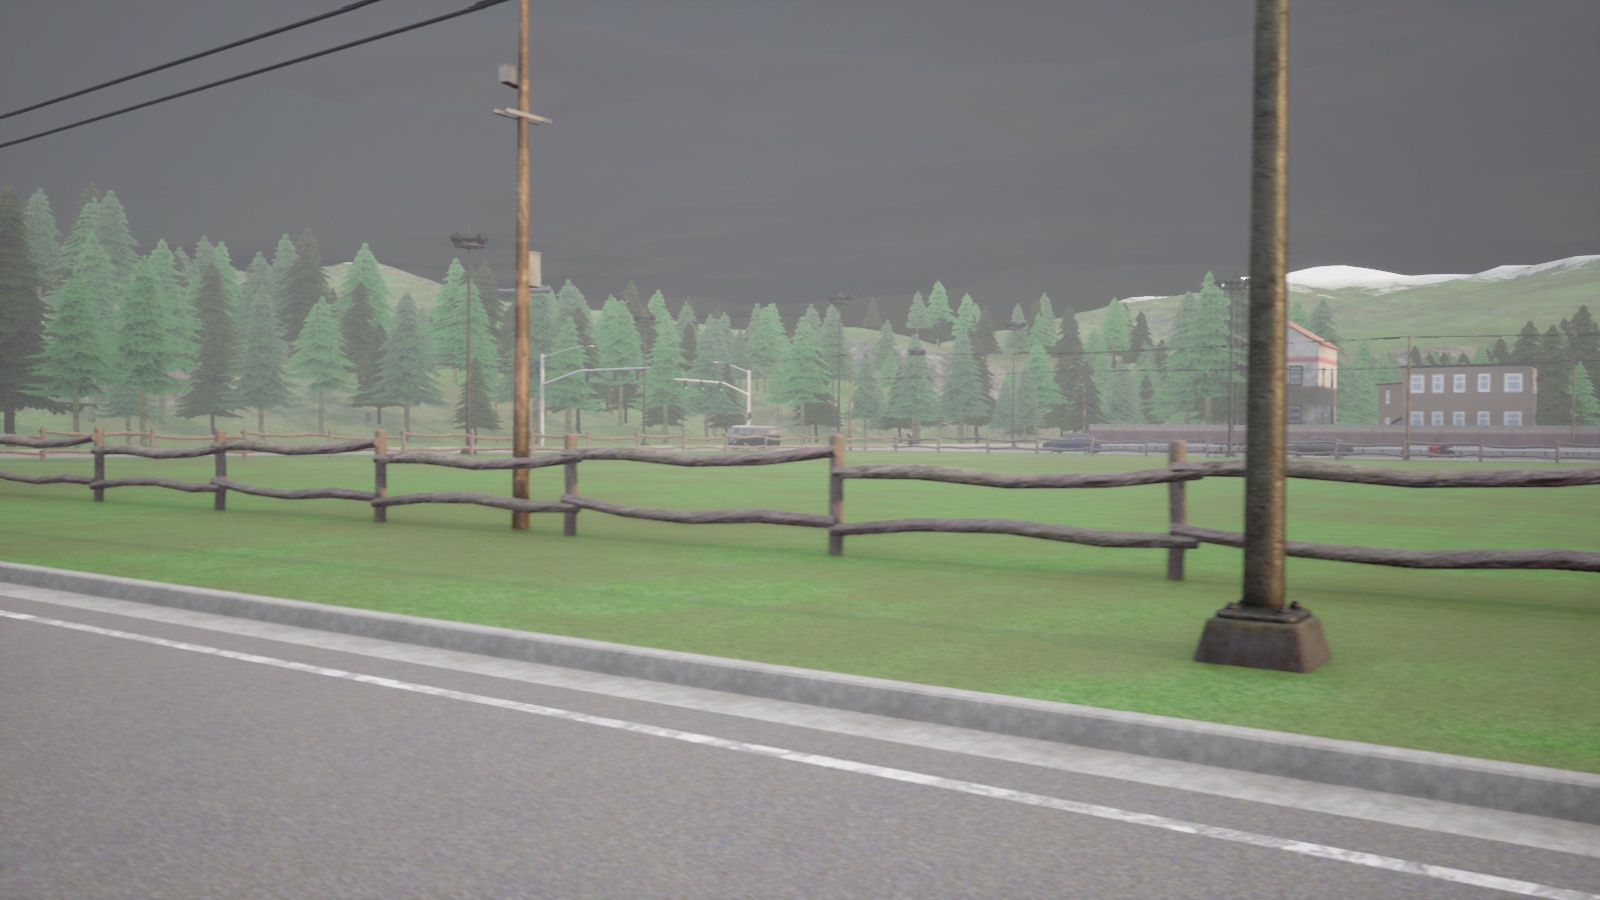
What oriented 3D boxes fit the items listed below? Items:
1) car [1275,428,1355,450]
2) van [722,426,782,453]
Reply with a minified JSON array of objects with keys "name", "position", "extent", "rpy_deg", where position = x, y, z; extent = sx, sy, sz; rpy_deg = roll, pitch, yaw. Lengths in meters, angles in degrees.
[{"name":"car","position":[35.891,-0.783,87.567],"extent":[4.892,1.490,1.837],"rpy_deg":[0,1,34]},{"name":"van","position":[-3.650,-0.796,96.383],"extent":[4.442,1.987,1.775],"rpy_deg":[-1,1,-40]}]
